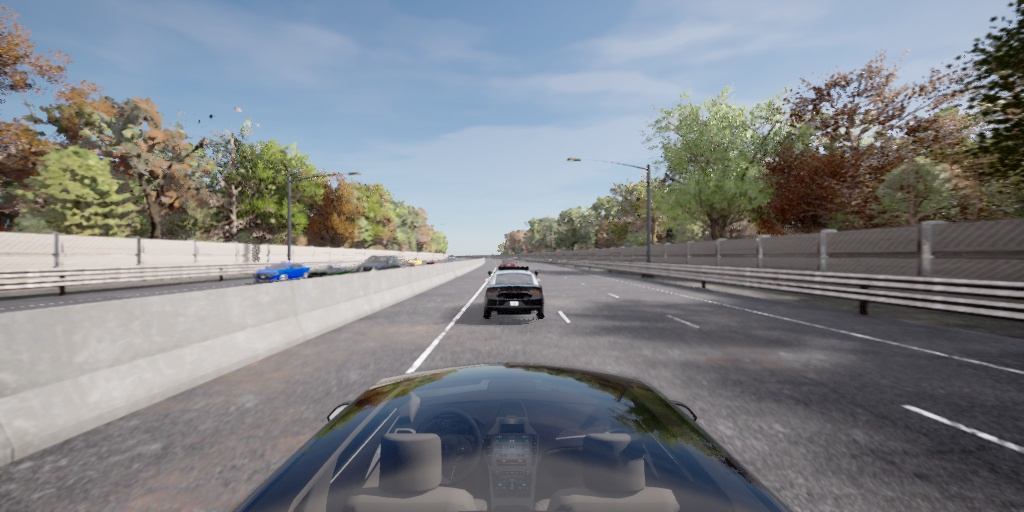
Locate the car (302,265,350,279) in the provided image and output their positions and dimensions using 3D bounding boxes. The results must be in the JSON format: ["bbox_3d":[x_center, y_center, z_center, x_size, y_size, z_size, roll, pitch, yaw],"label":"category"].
[{"bbox_3d":[-14.323,1.360,28.723,1.895,1.301,4.718,0,0,-1],"label":"car"}]

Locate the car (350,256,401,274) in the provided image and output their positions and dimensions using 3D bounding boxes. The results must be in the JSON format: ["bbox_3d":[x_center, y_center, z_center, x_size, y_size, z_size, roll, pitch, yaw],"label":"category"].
[{"bbox_3d":[-10.831,0.982,29.434,2.150,2.045,5.566,0,0,-1],"label":"car"}]

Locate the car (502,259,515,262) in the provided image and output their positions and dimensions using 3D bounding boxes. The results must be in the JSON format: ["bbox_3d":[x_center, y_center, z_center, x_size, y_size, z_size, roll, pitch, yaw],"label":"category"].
[{"bbox_3d":[-0.408,1.118,43.102,2.097,1.767,4.553,0,0,-1],"label":"car"}]

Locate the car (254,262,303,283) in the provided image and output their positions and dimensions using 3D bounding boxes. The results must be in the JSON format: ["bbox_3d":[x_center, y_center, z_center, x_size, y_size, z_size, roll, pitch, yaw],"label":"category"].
[{"bbox_3d":[-17.814,1.237,28.095,1.882,1.535,5.008,0,0,-1],"label":"car"}]

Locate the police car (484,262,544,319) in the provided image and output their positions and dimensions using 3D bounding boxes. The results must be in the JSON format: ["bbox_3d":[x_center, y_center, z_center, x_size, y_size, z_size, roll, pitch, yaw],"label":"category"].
[{"bbox_3d":[0.051,1.179,13.020,1.930,1.638,5.238,0,0,0],"label":"police car"}]
